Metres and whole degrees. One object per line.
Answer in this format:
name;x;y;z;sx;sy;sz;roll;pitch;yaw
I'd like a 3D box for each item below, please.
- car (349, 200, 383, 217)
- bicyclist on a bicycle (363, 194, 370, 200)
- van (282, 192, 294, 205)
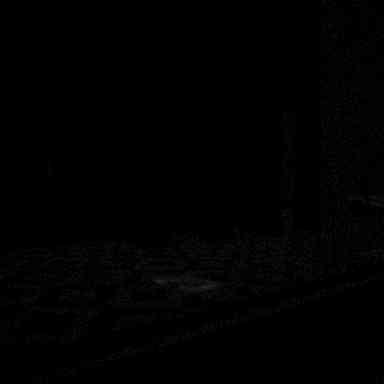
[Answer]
car;14.856;1.367;28.326;2.008;1.369;4.403;1;0;-36
bicyclist on a bicycle;20.878;1.030;39.656;1.656;1.620;0.582;0;1;-36
van;12.289;0.930;46.600;1.690;1.788;3.998;1;0;-36
